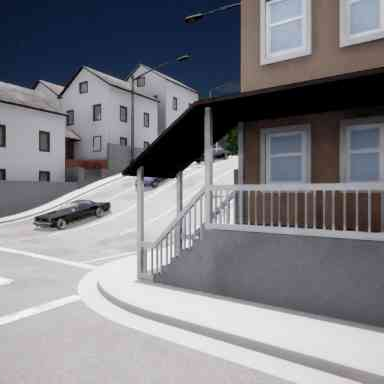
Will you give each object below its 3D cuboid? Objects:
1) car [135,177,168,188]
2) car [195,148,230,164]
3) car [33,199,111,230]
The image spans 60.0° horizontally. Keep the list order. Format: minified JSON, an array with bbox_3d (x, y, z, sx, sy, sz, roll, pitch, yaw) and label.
[{"bbox_3d":[-2.898,-1.522,27.921,1.812,1.442,4.674,-1,19,33],"label":"car"},{"bbox_3d":[2.170,-3.893,35.296,1.895,1.301,4.718,0,12,36],"label":"car"},{"bbox_3d":[-7.528,1.290,21.125,1.895,1.301,4.718,0,11,34],"label":"car"}]
